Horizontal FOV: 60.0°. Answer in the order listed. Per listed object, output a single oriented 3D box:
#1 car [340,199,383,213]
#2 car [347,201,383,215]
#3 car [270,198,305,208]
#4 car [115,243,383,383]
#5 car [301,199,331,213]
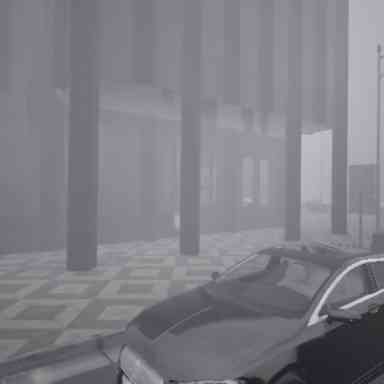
[{"bbox_3d":[19.773,1.561,38.467,2.008,1.369,4.403,1,-1,-36],"label":"car"},{"bbox_3d":[16.090,1.423,28.991,1.752,1.417,4.829,1,-1,-36],"label":"car"},{"bbox_3d":[13.467,1.535,47.232,1.887,1.381,4.507,1,-1,-36],"label":"car"},{"bbox_3d":[1.474,1.490,4.309,4.902,1.511,2.128,0,0,-36],"label":"car"},{"bbox_3d":[12.895,1.430,33.431,1.887,1.381,4.507,1,-1,-36],"label":"car"}]
